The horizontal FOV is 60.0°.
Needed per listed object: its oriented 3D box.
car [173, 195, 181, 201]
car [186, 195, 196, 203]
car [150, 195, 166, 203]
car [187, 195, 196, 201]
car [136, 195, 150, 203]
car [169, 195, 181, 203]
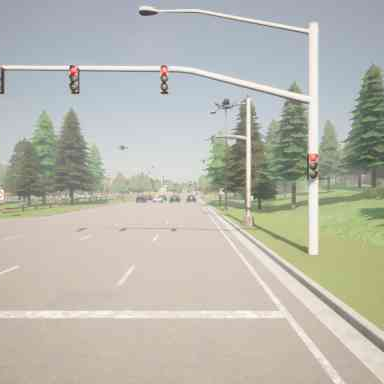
[{"bbox_3d":[-3.661,1.356,80.775,1.812,1.442,4.674,0,0,0],"label":"car"},{"bbox_3d":[-0.141,1.346,70.716,2.097,1.767,4.553,0,0,0],"label":"car"},{"bbox_3d":[-7.141,1.587,70.795,1.895,1.301,4.718,0,0,0],"label":"car"},{"bbox_3d":[-0.161,1.385,80.782,1.994,1.385,4.181,0,0,0],"label":"car"},{"bbox_3d":[-10.640,1.492,70.341,1.837,1.490,4.892,0,0,0],"label":"car"},{"bbox_3d":[-3.641,1.347,70.742,2.097,1.767,4.553,0,0,0],"label":"car"}]
